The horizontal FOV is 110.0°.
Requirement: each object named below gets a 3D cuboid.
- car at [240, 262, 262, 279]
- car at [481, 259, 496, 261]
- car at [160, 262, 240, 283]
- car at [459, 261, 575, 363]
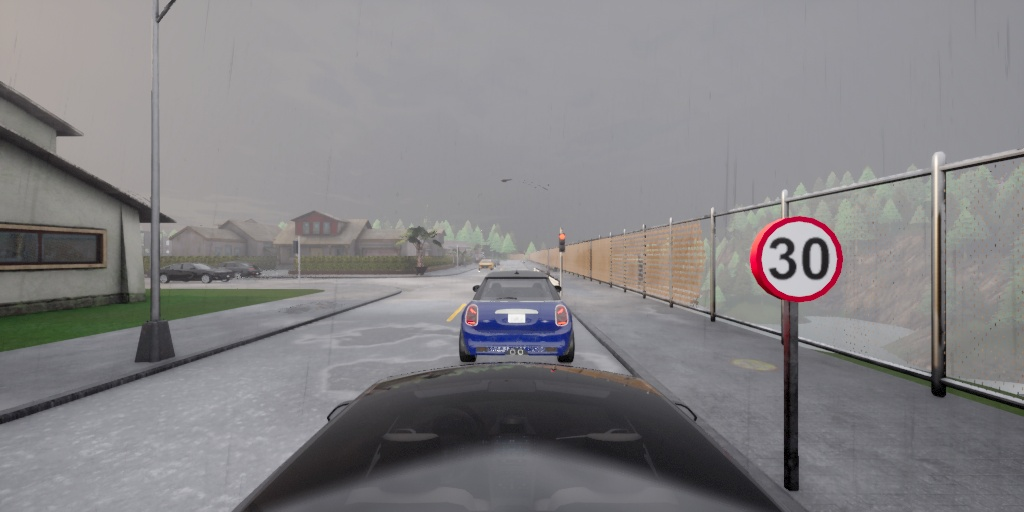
[{"bbox_3d":[-24.306,1.254,30.854,4.892,1.490,1.837,0,0,1],"label":"car"},{"bbox_3d":[-3.657,1.228,51.213,1.882,1.535,5.008,0,0,1],"label":"car"},{"bbox_3d":[-23.615,1.228,26.693,5.008,1.535,1.882,0,0,1],"label":"car"},{"bbox_3d":[0.116,1.102,8.344,2.097,1.767,4.553,0,0,1],"label":"car"}]
